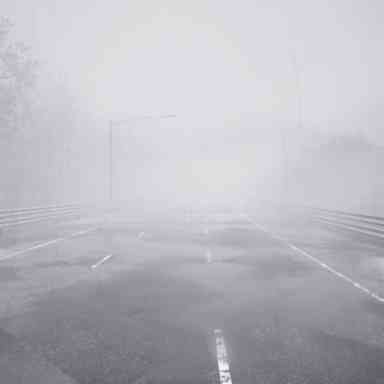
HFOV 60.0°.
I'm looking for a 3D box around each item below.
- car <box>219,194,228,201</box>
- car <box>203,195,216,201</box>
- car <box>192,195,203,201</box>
[{"bbox_3d":[8.097,1.437,86.087,2.097,1.767,4.553,0,0,7],"label":"car"},{"bbox_3d":[4.532,1.676,85.760,1.895,1.301,4.718,0,0,7],"label":"car"},{"bbox_3d":[1.001,1.621,85.724,2.033,1.411,5.357,0,0,7],"label":"car"}]
